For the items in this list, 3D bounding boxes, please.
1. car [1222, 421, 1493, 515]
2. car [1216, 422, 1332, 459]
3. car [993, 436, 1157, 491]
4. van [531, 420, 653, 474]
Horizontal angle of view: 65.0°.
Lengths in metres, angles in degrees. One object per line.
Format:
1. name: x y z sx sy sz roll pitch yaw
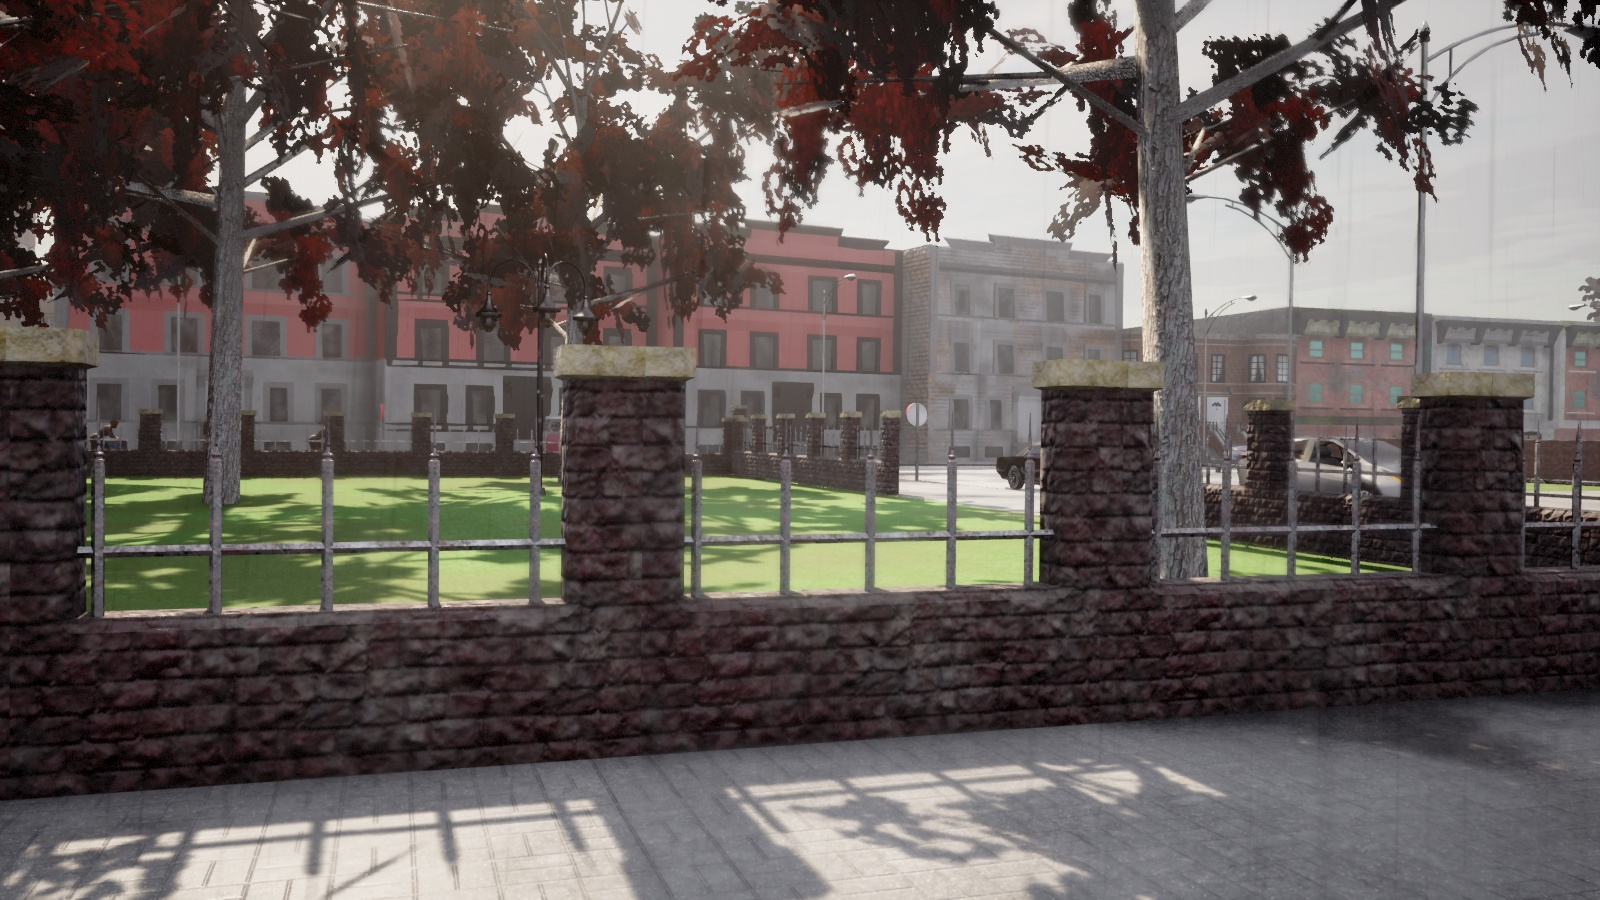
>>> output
1. car: 10.067 0.260 23.108 2.007 1.525 4.514 -1 1 -20
2. car: 22.012 -0.459 58.345 4.856 1.649 2.033 -1 1 -18
3. car: 6.994 0.294 32.525 1.895 1.301 4.718 -1 1 -20
4. van: -8.064 -0.152 48.577 4.442 1.987 1.775 -1 1 -16
